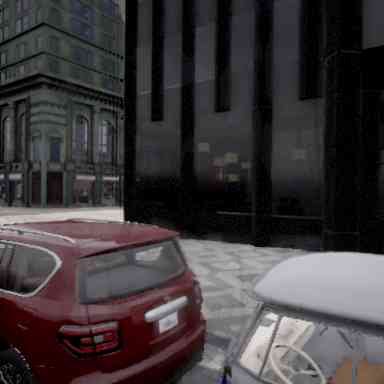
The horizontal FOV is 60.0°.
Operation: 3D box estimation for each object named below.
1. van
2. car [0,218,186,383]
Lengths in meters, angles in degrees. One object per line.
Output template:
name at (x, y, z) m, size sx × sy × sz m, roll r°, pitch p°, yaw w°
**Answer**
van at (1.970, 1.343, 1.566) m, size 3.998 × 1.788 × 1.690 m, roll 0°, pitch 1°, yaw 36°
car at (-2.167, 1.302, 4.527) m, size 5.009 × 1.841 × 2.192 m, roll 0°, pitch 1°, yaw 36°
